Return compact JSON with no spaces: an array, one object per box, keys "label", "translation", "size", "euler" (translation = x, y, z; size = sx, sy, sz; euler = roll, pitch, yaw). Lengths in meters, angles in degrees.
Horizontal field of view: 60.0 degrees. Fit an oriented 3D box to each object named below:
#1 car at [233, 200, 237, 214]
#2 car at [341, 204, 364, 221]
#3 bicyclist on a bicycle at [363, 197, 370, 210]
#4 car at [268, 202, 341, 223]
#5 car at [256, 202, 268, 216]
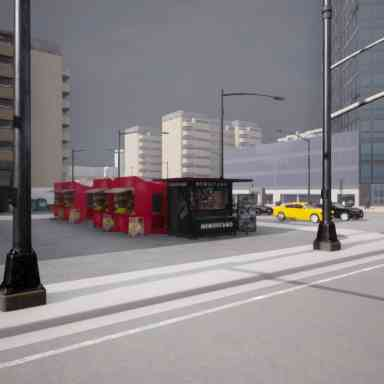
[{"label":"car","translation":[3.127,1.455,34.907],"size":[2.150,2.045,5.566],"euler":[0,-1,-36]},{"label":"car","translation":[12.052,1.587,28.553],"size":[1.882,1.535,5.008],"euler":[0,-1,-36]},{"label":"bicyclist on a bicycle","translation":[22.309,1.466,42.475],"size":[1.656,1.620,0.582],"euler":[0,0,-36]},{"label":"car","translation":[8.948,1.589,26.838],"size":[1.882,1.535,5.008],"euler":[0,-1,-38]},{"label":"car","translation":[6.771,1.778,35.835],"size":[1.994,1.385,4.181],"euler":[0,-1,-36]}]
